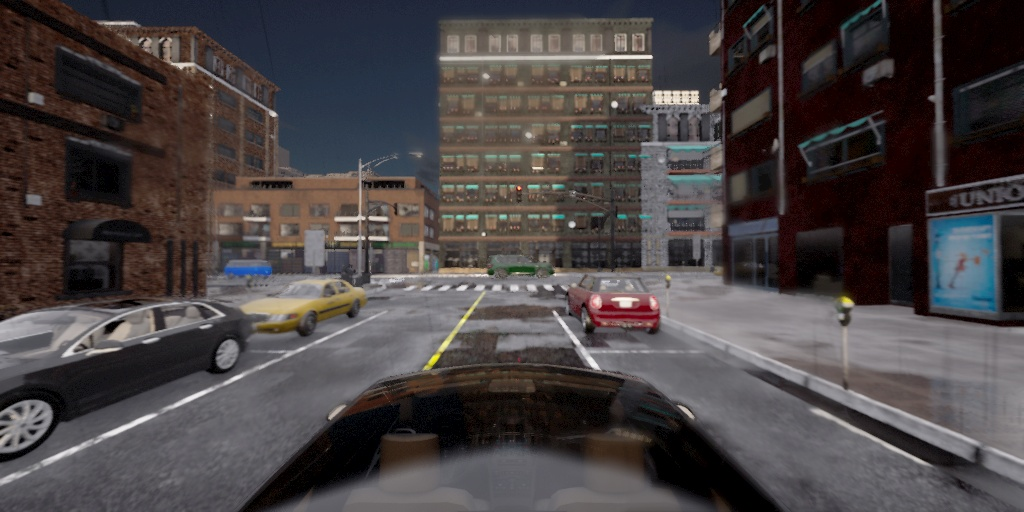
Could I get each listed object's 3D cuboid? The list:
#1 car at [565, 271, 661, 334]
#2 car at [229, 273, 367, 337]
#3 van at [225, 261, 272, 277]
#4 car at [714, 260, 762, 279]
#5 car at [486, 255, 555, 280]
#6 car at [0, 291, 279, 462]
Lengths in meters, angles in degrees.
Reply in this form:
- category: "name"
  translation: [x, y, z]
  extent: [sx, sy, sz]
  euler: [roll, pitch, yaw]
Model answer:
- category: "car"
  translation: [2.736, 1.183, 10.614]
  extent: [1.967, 1.591, 4.097]
  euler: [0, 0, 0]
- category: "car"
  translation: [-5.829, 1.269, 10.387]
  extent: [1.751, 1.417, 4.829]
  euler: [0, 0, 0]
- category: "van"
  translation: [-26.072, 1.371, 35.501]
  extent: [3.998, 1.789, 1.690]
  euler: [0, 0, 1]
- category: "car"
  translation: [17.647, 1.012, 26.499]
  extent: [4.829, 1.417, 1.751]
  euler: [0, 0, 1]
- category: "car"
  translation: [0.678, 0.937, 29.449]
  extent: [5.566, 2.045, 2.150]
  euler: [0, -1, 1]
- category: "car"
  translation: [-5.657, 1.298, 4.871]
  extent: [2.007, 1.370, 4.403]
  euler: [0, 0, 0]
